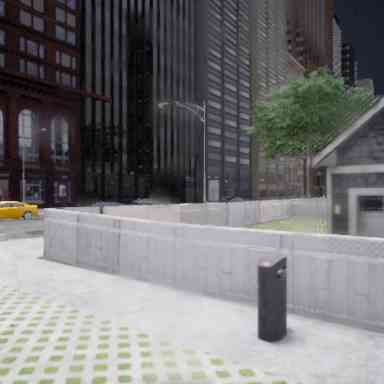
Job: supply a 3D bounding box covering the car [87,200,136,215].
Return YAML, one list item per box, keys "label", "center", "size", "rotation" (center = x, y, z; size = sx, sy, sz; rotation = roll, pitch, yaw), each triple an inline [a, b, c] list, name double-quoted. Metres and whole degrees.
- label: "car"
  center: [-7.860, 1.539, 29.745]
  size: [2.033, 1.411, 5.357]
  rotation: [0, 0, 36]

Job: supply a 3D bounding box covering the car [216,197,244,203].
- label: "car"
  center: [5.900, 1.505, 48.638]
  size: [1.837, 1.490, 4.892]
  rotation: [0, -1, 36]

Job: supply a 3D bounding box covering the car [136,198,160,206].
- label: "car"
  center: [-5.695, 1.492, 38.270]
  size: [2.128, 1.511, 4.902]
  rotation: [0, 0, 36]

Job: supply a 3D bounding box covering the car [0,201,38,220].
- label: "car"
  center: [-14.669, 1.475, 25.881]
  size: [1.882, 1.535, 5.008]
  rotation: [0, 0, 36]
